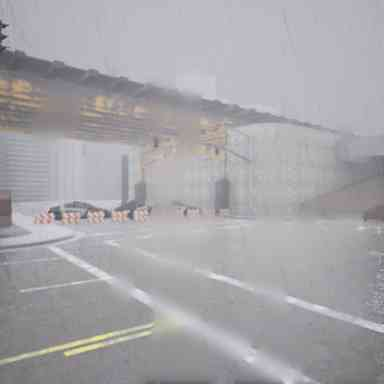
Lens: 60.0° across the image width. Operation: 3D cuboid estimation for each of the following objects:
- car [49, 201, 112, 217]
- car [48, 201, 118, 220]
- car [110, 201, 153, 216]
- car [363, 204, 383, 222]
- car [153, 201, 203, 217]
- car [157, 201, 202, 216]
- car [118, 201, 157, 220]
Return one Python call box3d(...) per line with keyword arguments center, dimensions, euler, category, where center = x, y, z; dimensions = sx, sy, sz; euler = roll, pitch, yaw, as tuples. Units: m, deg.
box3d(center=(-9.208, 1.400, 27.649), dimensions=(4.536, 1.218, 1.853), euler=(1, 0, 8), category="car")
box3d(center=(-9.158, 1.558, 27.641), dimensions=(4.974, 1.542, 2.038), euler=(1, 0, 8), category="car")
box3d(center=(-5.397, 1.459, 30.378), dimensions=(1.853, 1.218, 4.536), euler=(0, 0, 18), category="car")
box3d(center=(17.405, 1.872, 30.181), dimensions=(5.008, 1.535, 1.882), euler=(1, -1, -37), category="car")
box3d(center=(-1.505, 1.683, 34.087), dimensions=(4.974, 1.542, 2.038), euler=(1, 0, -7), category="car")
box3d(center=(-1.555, 1.525, 34.082), dimensions=(4.536, 1.218, 1.853), euler=(1, 0, -7), category="car")
box3d(center=(-5.414, 1.616, 30.327), dimensions=(2.038, 1.542, 4.974), euler=(0, 0, 18), category="car")
